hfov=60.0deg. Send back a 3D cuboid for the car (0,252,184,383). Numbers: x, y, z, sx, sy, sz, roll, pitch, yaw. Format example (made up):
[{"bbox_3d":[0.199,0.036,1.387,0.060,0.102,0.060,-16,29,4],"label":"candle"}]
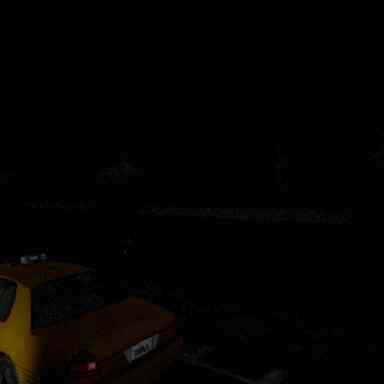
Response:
[{"bbox_3d":[-2.375,1.525,4.660,4.829,1.417,1.752,0,0,36],"label":"car"}]
